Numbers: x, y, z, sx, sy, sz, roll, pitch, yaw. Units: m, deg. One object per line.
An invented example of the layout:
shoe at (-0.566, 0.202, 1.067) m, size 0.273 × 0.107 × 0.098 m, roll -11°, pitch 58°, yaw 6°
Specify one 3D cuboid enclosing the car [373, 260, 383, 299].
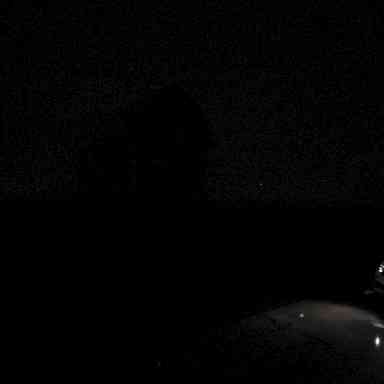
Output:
car at (5.828, 1.524, 7.213) m, size 4.674 × 1.442 × 1.812 m, roll 0°, pitch 0°, yaw -35°
